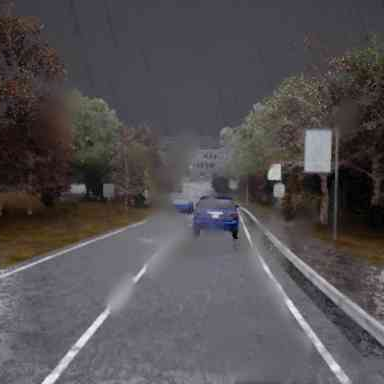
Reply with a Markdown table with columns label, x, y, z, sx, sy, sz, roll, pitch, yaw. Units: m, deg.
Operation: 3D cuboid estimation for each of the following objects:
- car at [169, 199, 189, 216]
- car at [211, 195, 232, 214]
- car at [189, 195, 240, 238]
| label | x | y | z | sx | sy | sz | roll | pitch | yaw |
| --- | --- | --- | --- | --- | --- | --- | --- | --- | --- |
| car | -0.939 | 1.378 | 31.773 | 1.882 | 1.535 | 5.008 | 1 | 0 | 5 |
| car | 3.160 | 1.282 | 35.804 | 2.097 | 1.767 | 4.553 | 1 | 0 | 5 |
| car | 1.336 | 1.193 | 17.758 | 2.150 | 2.045 | 5.566 | 1 | 0 | 6 |
